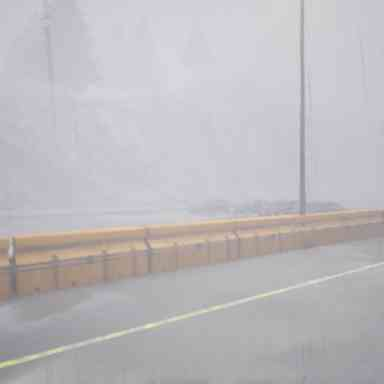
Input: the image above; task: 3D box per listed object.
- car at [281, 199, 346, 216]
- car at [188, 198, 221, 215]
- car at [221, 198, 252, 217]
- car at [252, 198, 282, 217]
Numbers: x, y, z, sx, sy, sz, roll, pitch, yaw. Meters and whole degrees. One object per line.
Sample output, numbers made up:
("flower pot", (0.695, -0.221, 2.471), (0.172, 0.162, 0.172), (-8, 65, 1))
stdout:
("car", (8.668, 1.340, 22.877), (4.892, 1.490, 1.837), (0, 0, -35))
("car", (1.863, 1.323, 30.936), (4.892, 1.490, 1.837), (0, 0, -35))
("car", (5.295, 1.305, 29.056), (4.902, 1.511, 2.128), (0, 0, -35))
("car", (7.308, 1.328, 26.193), (4.892, 1.490, 1.837), (0, 0, -35))
